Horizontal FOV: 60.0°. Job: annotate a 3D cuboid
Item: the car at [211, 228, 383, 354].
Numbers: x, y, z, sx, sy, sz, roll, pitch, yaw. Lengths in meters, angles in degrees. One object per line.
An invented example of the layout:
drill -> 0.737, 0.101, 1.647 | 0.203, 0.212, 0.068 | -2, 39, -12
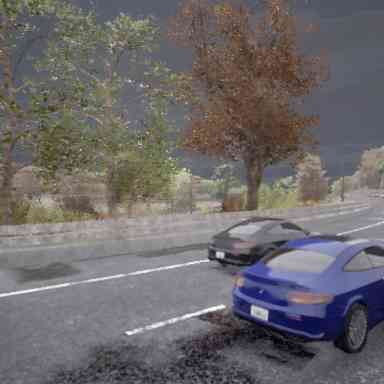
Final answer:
car -> 2.734, 1.526, 6.114 | 4.674, 1.442, 1.812 | 0, 0, -39

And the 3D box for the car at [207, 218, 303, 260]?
car -> 2.536, 1.533, 10.475 | 4.674, 1.442, 1.812 | 0, 0, -40
